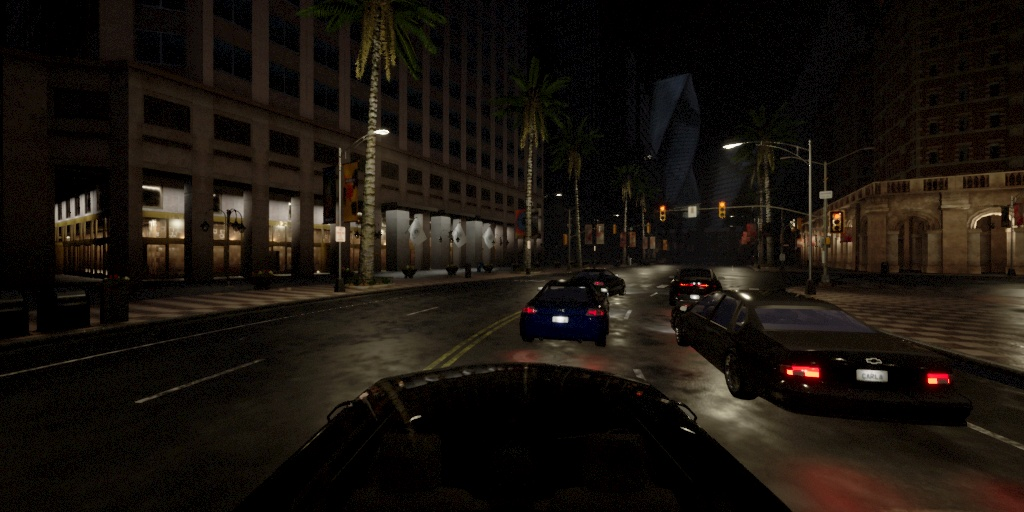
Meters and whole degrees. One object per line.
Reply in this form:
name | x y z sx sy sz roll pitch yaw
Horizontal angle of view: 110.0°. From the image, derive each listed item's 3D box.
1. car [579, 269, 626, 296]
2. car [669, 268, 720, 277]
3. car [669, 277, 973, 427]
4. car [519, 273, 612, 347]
car | 4.129 1.314 17.474 1.994 1.385 4.181 0 0 32
car | 7.827 1.255 15.283 1.837 1.490 4.892 0 0 28
car | 4.256 1.297 6.214 2.033 1.411 5.357 0 0 11
car | 1.548 1.314 9.529 1.994 1.385 4.181 0 0 15
